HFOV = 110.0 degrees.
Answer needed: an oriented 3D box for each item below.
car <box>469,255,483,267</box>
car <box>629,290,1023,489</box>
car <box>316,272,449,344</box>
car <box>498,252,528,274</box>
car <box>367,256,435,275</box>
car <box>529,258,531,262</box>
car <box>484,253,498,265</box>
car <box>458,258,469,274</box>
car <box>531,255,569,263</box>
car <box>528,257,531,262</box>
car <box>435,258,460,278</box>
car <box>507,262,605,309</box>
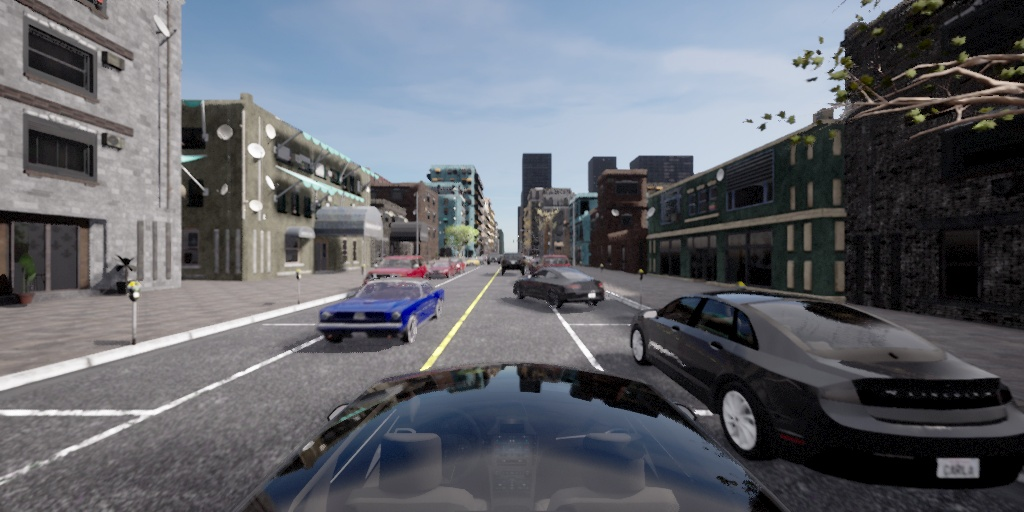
[{"bbox_3d":[-5.743,0.801,52.931,1.751,1.417,4.829,0,0,0],"label":"car"},{"bbox_3d":[3.146,1.223,4.949,1.837,1.490,4.892,0,1,0],"label":"car"},{"bbox_3d":[-3.098,1.277,9.488,1.895,1.301,4.718,0,1,0],"label":"car"},{"bbox_3d":[0.100,0.667,34.582,2.150,2.045,5.566,0,1,0],"label":"car"},{"bbox_3d":[-5.684,0.909,18.260,2.192,1.841,5.009,0,0,0],"label":"car"},{"bbox_3d":[2.700,1.058,29.321,1.948,1.339,4.313,0,0,0],"label":"car"},{"bbox_3d":[-2.987,0.438,59.884,2.150,2.045,5.566,0,0,0],"label":"car"},{"bbox_3d":[-5.678,0.881,34.858,1.967,1.591,4.097,0,0,0],"label":"car"},{"bbox_3d":[2.698,0.858,23.788,2.192,1.841,5.009,0,0,0],"label":"car"},{"bbox_3d":[2.701,1.007,34.854,1.948,1.339,4.313,0,0,0],"label":"car"},{"bbox_3d":[-5.681,1.074,29.325,1.802,1.307,4.207,0,0,0],"label":"car"},{"bbox_3d":[1.732,1.156,14.325,1.812,1.442,4.674,-1,1,-26],"label":"car"}]
